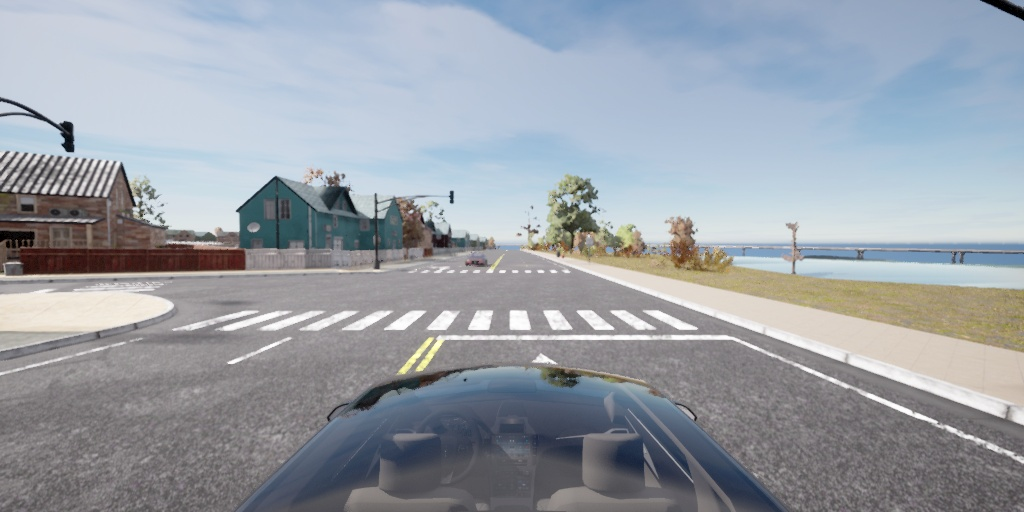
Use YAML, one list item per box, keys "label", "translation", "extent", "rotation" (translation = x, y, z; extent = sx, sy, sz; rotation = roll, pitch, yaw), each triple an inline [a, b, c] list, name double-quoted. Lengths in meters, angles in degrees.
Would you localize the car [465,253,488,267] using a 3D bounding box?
- label: "car"
  translation: [-3.397, 0.369, 34.964]
  extent: [1.994, 1.385, 4.181]
  rotation: [0, 2, 0]
